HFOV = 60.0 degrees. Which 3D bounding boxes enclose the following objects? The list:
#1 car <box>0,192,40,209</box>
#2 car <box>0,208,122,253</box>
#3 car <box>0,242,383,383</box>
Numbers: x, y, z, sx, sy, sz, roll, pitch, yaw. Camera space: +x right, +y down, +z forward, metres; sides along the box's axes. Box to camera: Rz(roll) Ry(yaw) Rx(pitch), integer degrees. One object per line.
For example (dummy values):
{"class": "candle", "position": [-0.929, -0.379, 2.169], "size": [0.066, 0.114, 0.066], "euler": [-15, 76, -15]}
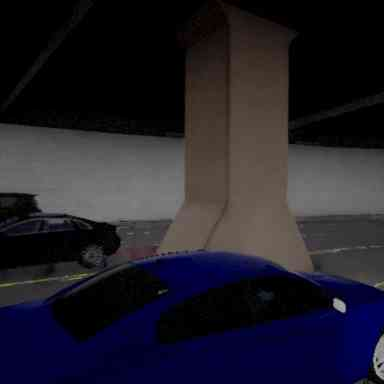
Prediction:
{"class": "car", "position": [-7.892, 1.030, 11.083], "size": [5.566, 2.045, 2.150], "euler": [0, 1, -34]}
{"class": "car", "position": [-4.393, 1.346, 9.139], "size": [4.902, 1.511, 2.128], "euler": [0, 1, -31]}
{"class": "car", "position": [0.413, 1.430, 3.740], "size": [5.008, 1.535, 1.882], "euler": [0, 0, -31]}
